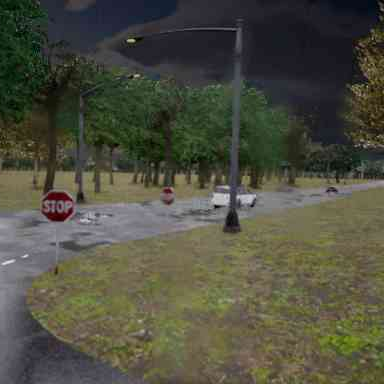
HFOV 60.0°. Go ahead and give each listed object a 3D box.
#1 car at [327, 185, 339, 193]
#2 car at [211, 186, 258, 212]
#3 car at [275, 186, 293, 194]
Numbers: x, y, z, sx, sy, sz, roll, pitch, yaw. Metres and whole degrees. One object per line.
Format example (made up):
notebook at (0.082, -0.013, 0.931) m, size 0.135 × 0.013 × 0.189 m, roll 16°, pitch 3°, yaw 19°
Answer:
car at (27.967, -0.614, 66.114) m, size 1.837 × 1.490 × 4.892 m, roll 3°, pitch 4°, yaw 28°
car at (3.827, 0.501, 29.291) m, size 2.150 × 2.045 × 5.566 m, roll 4°, pitch 4°, yaw 35°
car at (16.243, -0.402, 58.770) m, size 1.895 × 1.301 × 4.718 m, roll 4°, pitch 4°, yaw 35°
